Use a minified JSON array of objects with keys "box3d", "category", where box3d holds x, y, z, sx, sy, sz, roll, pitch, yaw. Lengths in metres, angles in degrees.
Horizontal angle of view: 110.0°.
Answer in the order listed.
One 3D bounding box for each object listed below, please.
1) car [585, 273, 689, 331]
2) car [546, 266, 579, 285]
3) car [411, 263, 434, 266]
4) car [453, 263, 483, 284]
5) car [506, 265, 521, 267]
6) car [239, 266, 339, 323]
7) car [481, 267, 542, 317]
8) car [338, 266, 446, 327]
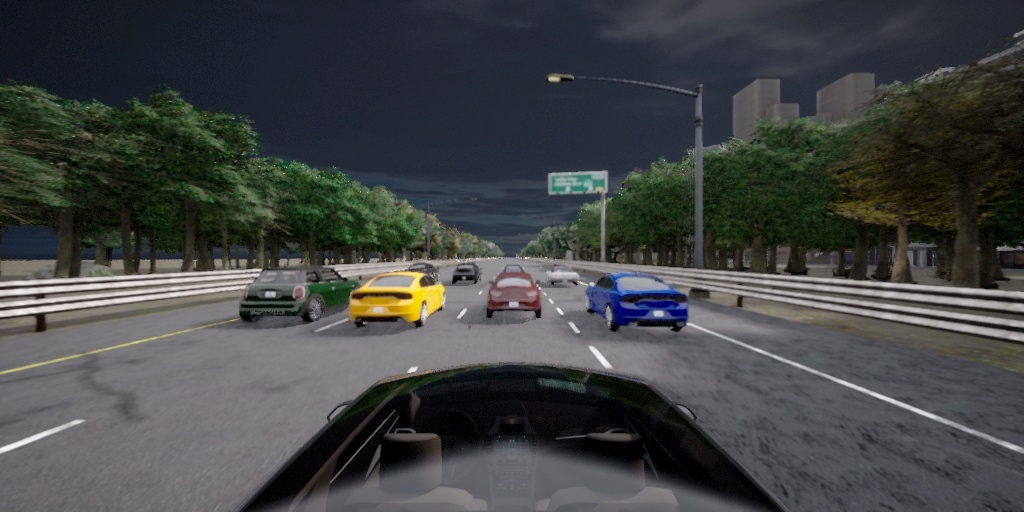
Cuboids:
[{"box3d":[3.566,1.248,11.142,1.882,1.535,5.008,0,0,0],"category":"car"},{"box3d":[3.592,1.397,26.290,1.895,1.301,4.718,0,0,1],"category":"car"},{"box3d":[-6.894,1.304,27.892,1.837,1.490,4.892,0,0,0],"category":"car"},{"box3d":[-3.396,1.304,27.827,1.837,1.490,4.892,0,0,0],"category":"car"},{"box3d":[0.108,1.362,28.274,1.994,1.385,4.181,0,0,0],"category":"car"},{"box3d":[-6.924,1.123,12.426,2.097,1.767,4.553,0,0,0],"category":"car"},{"box3d":[0.083,1.300,13.124,1.812,1.442,4.674,0,0,1],"category":"car"},{"box3d":[-3.428,1.249,11.667,1.882,1.535,5.008,0,-1,0],"category":"car"}]
